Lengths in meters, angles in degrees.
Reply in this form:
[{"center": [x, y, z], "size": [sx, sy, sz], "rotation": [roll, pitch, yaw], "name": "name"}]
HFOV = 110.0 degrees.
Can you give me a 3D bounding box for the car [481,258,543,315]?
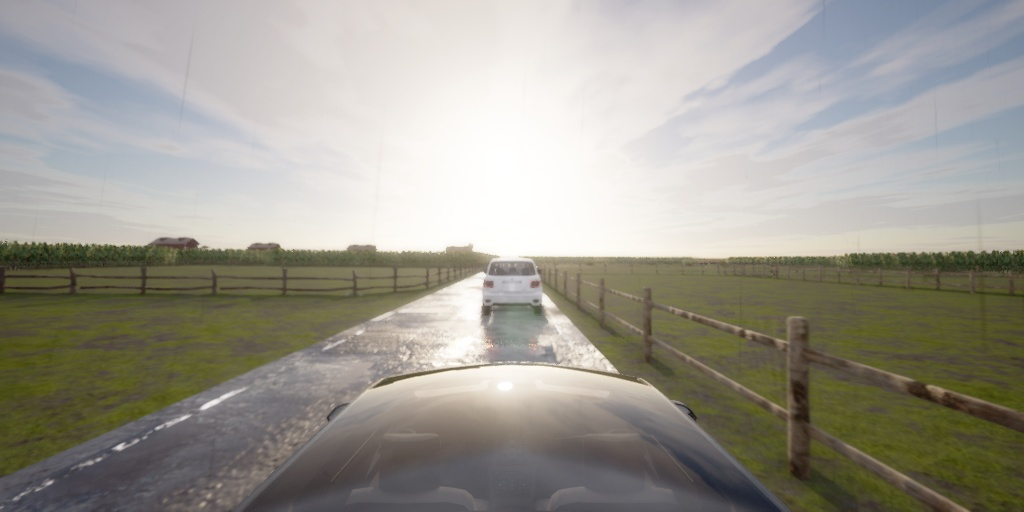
[{"center": [0.014, 1.101, 14.454], "size": [2.150, 2.045, 5.566], "rotation": [0, 0, 0], "name": "car"}]
